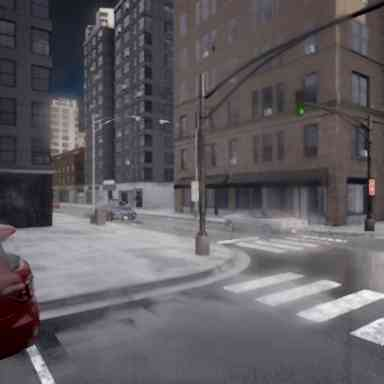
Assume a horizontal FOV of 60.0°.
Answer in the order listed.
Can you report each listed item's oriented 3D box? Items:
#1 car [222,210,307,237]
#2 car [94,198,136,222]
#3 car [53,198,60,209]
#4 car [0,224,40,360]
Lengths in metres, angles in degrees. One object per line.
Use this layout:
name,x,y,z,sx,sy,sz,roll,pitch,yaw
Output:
car,3.722,1.595,18.020,1.895,1.301,4.718,0,0,-33
car,-6.359,1.415,27.189,2.097,1.767,4.553,0,0,-36
car,-19.850,1.512,46.188,2.097,1.767,4.553,0,0,-35
car,-4.187,1.322,3.218,5.009,1.841,2.192,0,0,-35
